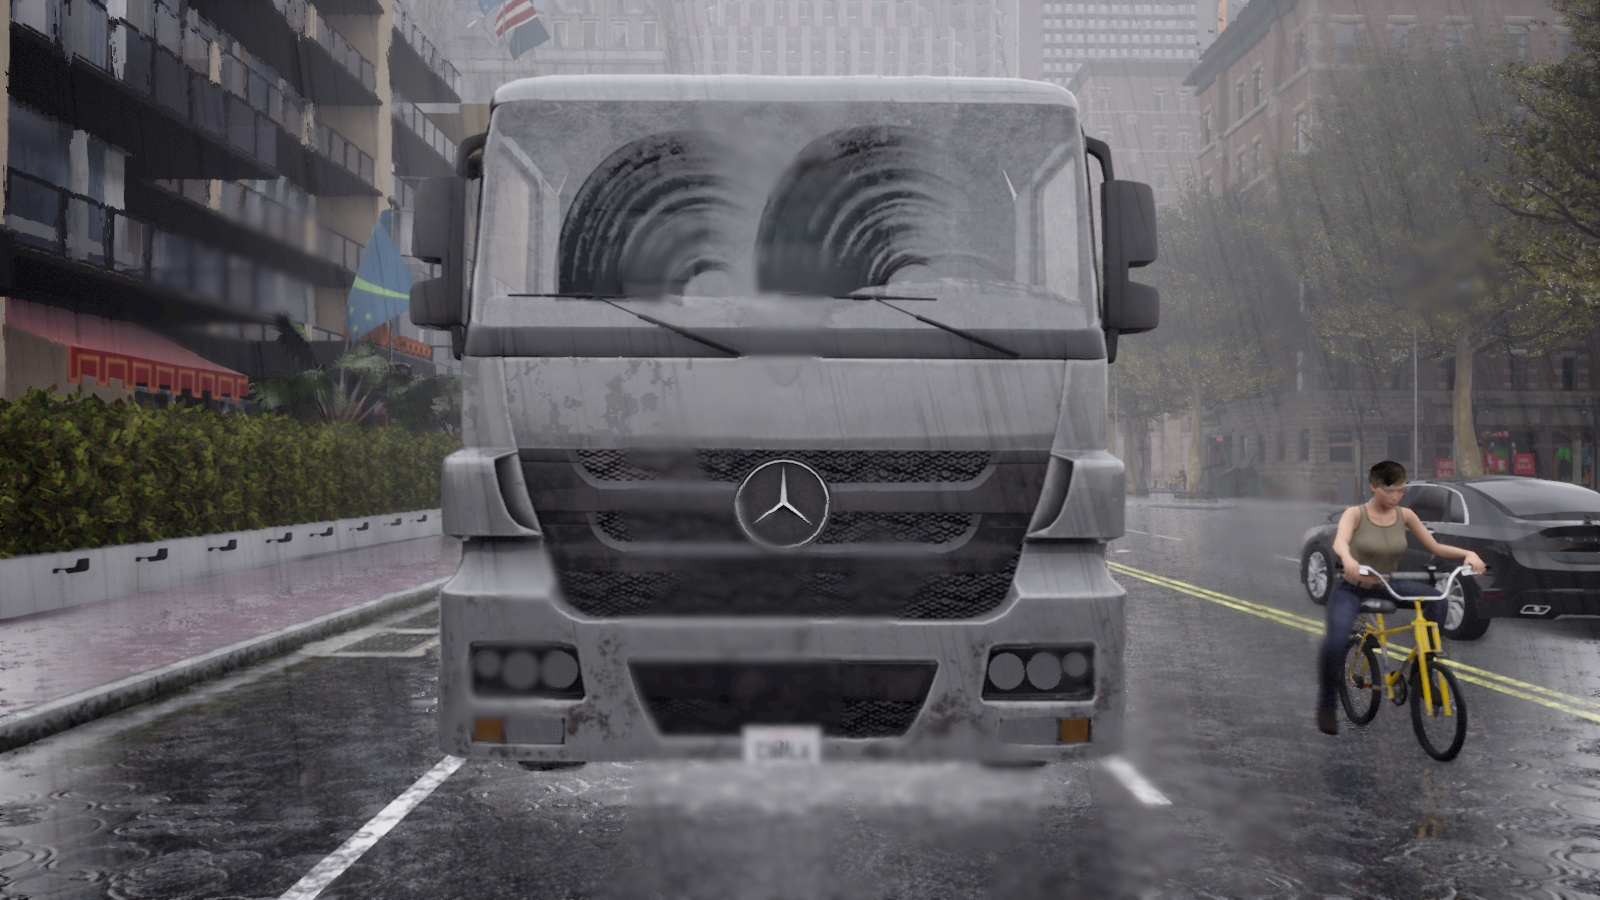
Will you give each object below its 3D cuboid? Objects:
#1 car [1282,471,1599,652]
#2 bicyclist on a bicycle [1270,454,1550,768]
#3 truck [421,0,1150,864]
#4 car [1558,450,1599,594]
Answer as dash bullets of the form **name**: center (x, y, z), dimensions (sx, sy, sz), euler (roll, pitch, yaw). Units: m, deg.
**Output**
- **car**: center (6.873, 0.976, 12.988), dimensions (1.837, 1.490, 4.892), euler (0, -1, -1)
- **bicyclist on a bicycle**: center (3.426, 0.838, 7.232), dimensions (0.866, 1.612, 1.509), euler (0, -1, 0)
- **truck**: center (-0.096, -0.041, 8.971), dimensions (2.891, 3.462, 7.936), euler (0, -1, -1)
- **car**: center (10.374, 0.799, 12.981), dimensions (2.242, 1.667, 4.611), euler (0, -1, 0)
